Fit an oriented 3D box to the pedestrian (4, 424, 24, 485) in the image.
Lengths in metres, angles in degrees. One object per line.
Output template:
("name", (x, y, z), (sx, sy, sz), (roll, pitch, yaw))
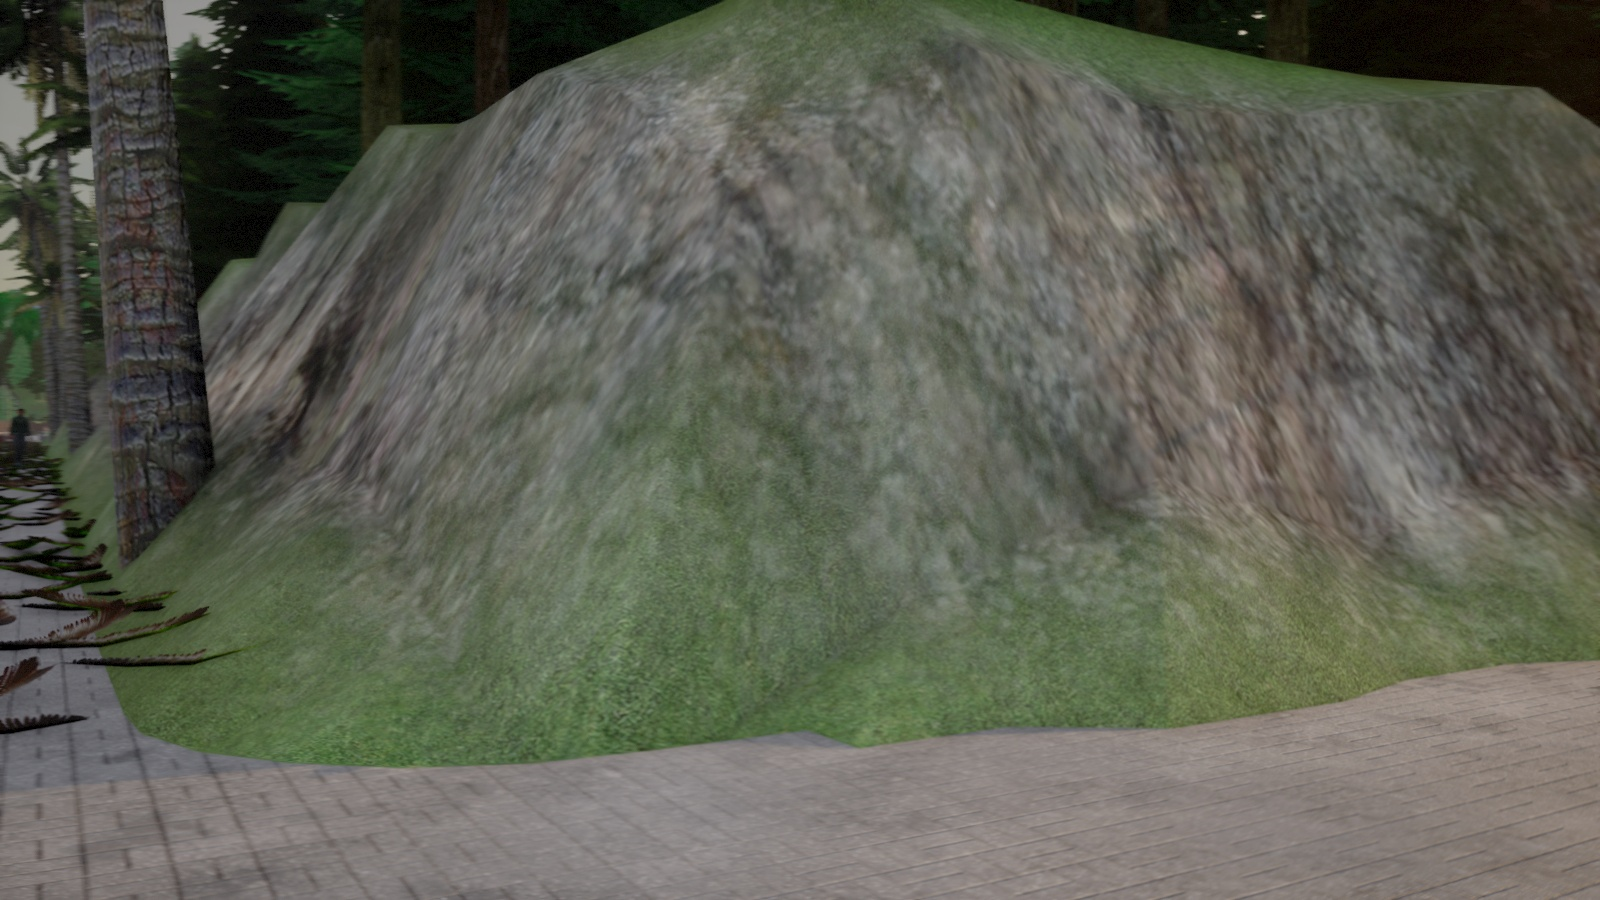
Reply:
("pedestrian", (-24.106, 0.145, 38.527), (0.614, 1.847, 0.353), (0, 1, 44))
